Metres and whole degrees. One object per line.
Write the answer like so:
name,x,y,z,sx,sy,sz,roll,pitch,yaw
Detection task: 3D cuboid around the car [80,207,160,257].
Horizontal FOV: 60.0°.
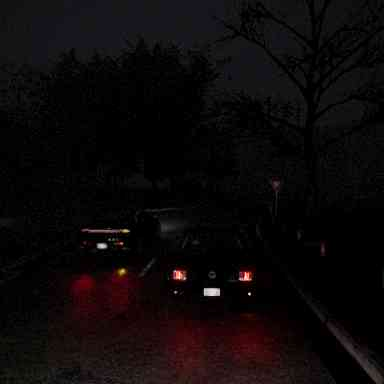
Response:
car,-2.423,1.299,12.211,2.128,1.511,4.902,0,2,5

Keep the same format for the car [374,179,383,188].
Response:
car,34.874,-1.551,59.516,2.185,1.767,4.553,-1,4,-15

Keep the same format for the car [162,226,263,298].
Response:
car,0.504,1.510,8.331,1.895,1.301,4.718,0,1,3

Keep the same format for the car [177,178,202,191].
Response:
car,-0.907,-1.272,55.588,5.566,2.045,2.150,2,4,37
